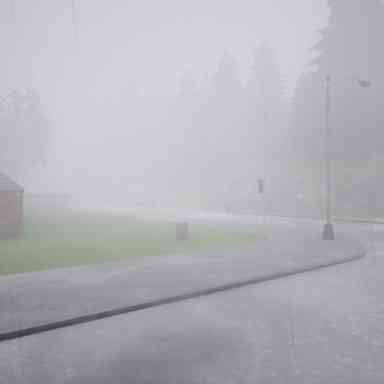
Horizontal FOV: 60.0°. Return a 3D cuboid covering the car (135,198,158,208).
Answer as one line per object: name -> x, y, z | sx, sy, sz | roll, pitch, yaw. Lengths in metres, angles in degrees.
car -> -6.525, 1.525, 47.700 | 1.812, 1.442, 4.674 | 0, 0, -35

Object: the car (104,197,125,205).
car -> -13.313, 1.547, 57.157 | 2.033, 1.411, 5.357 | 0, 0, -35

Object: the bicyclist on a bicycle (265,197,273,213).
bicyclist on a bicycle -> 7.935, 1.348, 34.655 | 1.656, 1.620, 0.582 | 0, 0, -36
